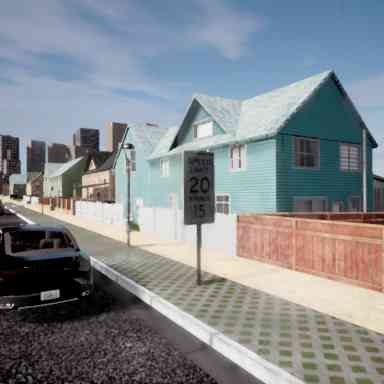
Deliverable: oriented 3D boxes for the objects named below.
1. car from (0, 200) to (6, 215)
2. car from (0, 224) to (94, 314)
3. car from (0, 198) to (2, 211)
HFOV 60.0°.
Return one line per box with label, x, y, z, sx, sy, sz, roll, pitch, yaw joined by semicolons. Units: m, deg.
car;-19.598;1.503;33.016;2.128;1.511;4.902;0;0;-31
car;-3.703;1.506;7.710;1.837;1.490;4.892;0;0;-32
car;-25.161;1.507;41.765;2.128;1.511;4.902;0;0;-32
